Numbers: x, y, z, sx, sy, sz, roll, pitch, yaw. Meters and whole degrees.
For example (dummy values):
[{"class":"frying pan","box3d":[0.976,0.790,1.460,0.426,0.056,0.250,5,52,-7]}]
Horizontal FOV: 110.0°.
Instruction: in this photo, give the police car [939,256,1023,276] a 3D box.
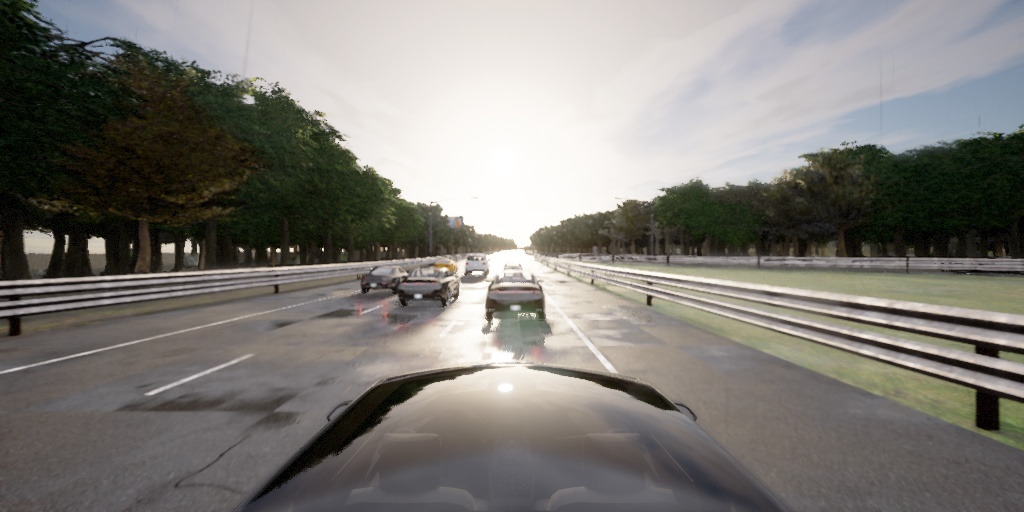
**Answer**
[{"class":"police car","box3d":[38.881,0.781,29.286,4.974,1.542,2.038,0,0,42]}]

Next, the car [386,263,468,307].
[{"class":"car","box3d":[-3.401,1.245,15.435,2.128,1.511,4.902,0,0,0]}]

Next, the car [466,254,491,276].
[{"class":"car","box3d":[-3.401,0.856,35.911,2.150,2.045,5.566,0,1,0]}]

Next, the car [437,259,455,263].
[{"class":"car","box3d":[-6.900,1.090,37.631,1.882,1.535,5.008,0,1,0]}]

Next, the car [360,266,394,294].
[{"class":"car","box3d":[-6.898,1.272,20.162,1.812,1.442,4.674,0,0,0]}]

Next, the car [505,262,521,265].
[{"class":"car","box3d":[0.100,1.242,35.233,1.895,1.301,4.718,0,1,0]}]

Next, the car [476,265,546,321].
[{"class":"car","box3d":[0.100,1.245,12.502,2.128,1.511,4.902,0,0,0]}]
